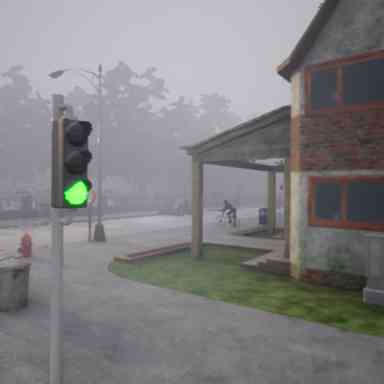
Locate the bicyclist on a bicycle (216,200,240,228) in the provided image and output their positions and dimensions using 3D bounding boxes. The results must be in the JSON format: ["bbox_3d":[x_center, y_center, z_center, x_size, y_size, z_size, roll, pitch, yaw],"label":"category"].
[{"bbox_3d":[2.114,1.281,19.644,1.656,1.620,0.582,0,0,35],"label":"bicyclist on a bicycle"}]

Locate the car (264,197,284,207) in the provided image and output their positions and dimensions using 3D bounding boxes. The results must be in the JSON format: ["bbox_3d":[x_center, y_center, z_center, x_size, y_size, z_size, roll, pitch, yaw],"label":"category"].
[{"bbox_3d":[11.920,1.436,47.715,1.994,1.385,4.181,0,0,36],"label":"car"}]

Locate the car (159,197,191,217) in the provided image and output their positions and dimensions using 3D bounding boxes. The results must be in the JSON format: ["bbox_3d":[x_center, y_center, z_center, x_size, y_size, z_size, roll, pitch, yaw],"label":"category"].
[{"bbox_3d":[-0.912,1.223,29.864,2.097,1.767,4.553,0,0,36],"label":"car"}]
